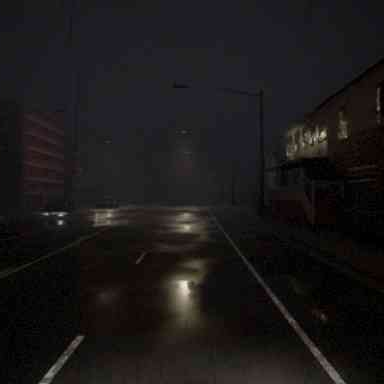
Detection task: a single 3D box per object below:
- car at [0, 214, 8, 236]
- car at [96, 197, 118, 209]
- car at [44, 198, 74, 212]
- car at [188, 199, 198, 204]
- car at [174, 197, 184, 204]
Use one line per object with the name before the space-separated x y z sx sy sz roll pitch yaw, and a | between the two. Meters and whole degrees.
car | -10.585 1.550 15.759 1.812 1.442 4.674 0 1 0
car | -10.530 1.369 41.387 1.812 1.442 4.674 0 -1 1
car | -14.070 1.353 35.545 1.812 1.442 4.674 0 0 0
car | 0.029 2.784 95.170 1.882 1.535 5.008 0 -1 0
car | -3.471 2.848 95.420 1.812 1.442 4.674 0 -1 0
